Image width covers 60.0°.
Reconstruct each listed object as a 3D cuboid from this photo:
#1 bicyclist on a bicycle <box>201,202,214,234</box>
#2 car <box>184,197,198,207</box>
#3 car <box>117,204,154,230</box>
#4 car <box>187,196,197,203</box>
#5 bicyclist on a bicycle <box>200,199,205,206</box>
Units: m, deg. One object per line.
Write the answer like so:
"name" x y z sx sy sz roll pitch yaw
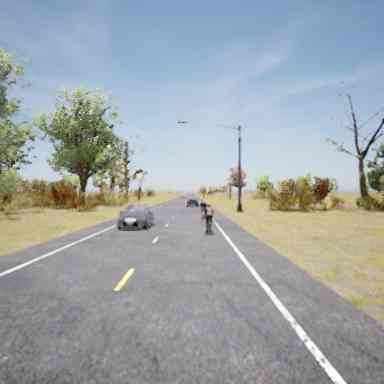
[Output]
"bicyclist on a bicycle" 0.966 1.506 18.486 0.582 1.620 1.656 0 0 0
"car" 0.109 1.653 55.336 1.837 1.490 4.892 0 0 0
"car" -3.593 1.554 21.798 2.128 1.511 4.902 0 0 0
"car" 0.010 1.731 73.806 2.033 1.411 5.357 0 0 0
"bicyclist on a bicycle" 0.968 1.451 28.727 0.659 1.776 1.843 0 0 0
